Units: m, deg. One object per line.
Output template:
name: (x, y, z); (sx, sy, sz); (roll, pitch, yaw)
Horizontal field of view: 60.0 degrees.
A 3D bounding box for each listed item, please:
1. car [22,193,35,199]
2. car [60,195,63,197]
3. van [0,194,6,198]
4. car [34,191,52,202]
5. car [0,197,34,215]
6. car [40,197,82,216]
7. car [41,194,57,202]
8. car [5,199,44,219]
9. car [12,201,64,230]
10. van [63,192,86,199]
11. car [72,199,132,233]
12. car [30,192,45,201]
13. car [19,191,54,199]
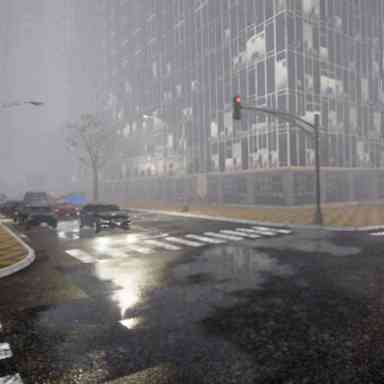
car: (-37.883, 0.943, 77.042); (2.008, 1.369, 4.403); (-1, 1, -34)
car: (-18.635, 1.114, 48.891); (1.802, 1.307, 4.206); (-1, 1, -34)
van: (-25.554, 1.126, 44.160); (1.690, 1.788, 3.998); (-1, 1, -34)
car: (-28.263, 0.778, 62.963); (2.192, 1.841, 5.009); (-1, 1, -34)
car: (-15.972, 1.418, 30.059); (1.947, 1.339, 4.313); (-1, 1, -34)
car: (-10.613, 1.394, 26.890); (1.895, 1.301, 4.718); (-2, 1, -34)
car: (-25.051, 1.068, 58.275); (1.802, 1.307, 4.206); (-1, 1, -34)
car: (-12.813, 1.456, 25.335); (1.802, 1.307, 4.206); (-1, 1, -34)
car: (-9.619, 1.462, 20.631); (1.947, 1.339, 4.313); (-1, 1, -34)
van: (-15.431, 0.895, 44.195); (1.690, 1.788, 3.998); (-1, 1, -34)
car: (-5.015, 1.335, 18.677); (1.837, 1.490, 4.892); (-2, 1, -34)
car: (-31.469, 0.879, 67.656); (1.967, 1.590, 4.097); (-1, 1, -34)
car: (-16.624, 0.975, 35.675); (2.150, 2.045, 5.566); (-2, 1, -34)
